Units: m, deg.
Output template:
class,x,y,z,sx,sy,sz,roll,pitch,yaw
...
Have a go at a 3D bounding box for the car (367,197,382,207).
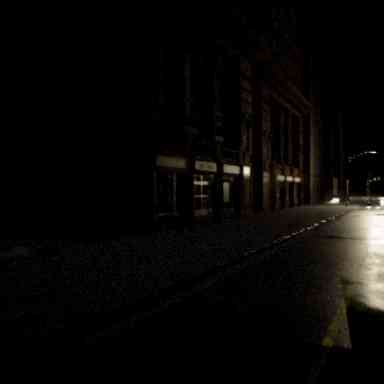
class,x,y,z,sx,sy,sz,roll,pitch,yaw
car,28.614,1.503,52.076,2.033,1.411,5.357,-1,0,31
